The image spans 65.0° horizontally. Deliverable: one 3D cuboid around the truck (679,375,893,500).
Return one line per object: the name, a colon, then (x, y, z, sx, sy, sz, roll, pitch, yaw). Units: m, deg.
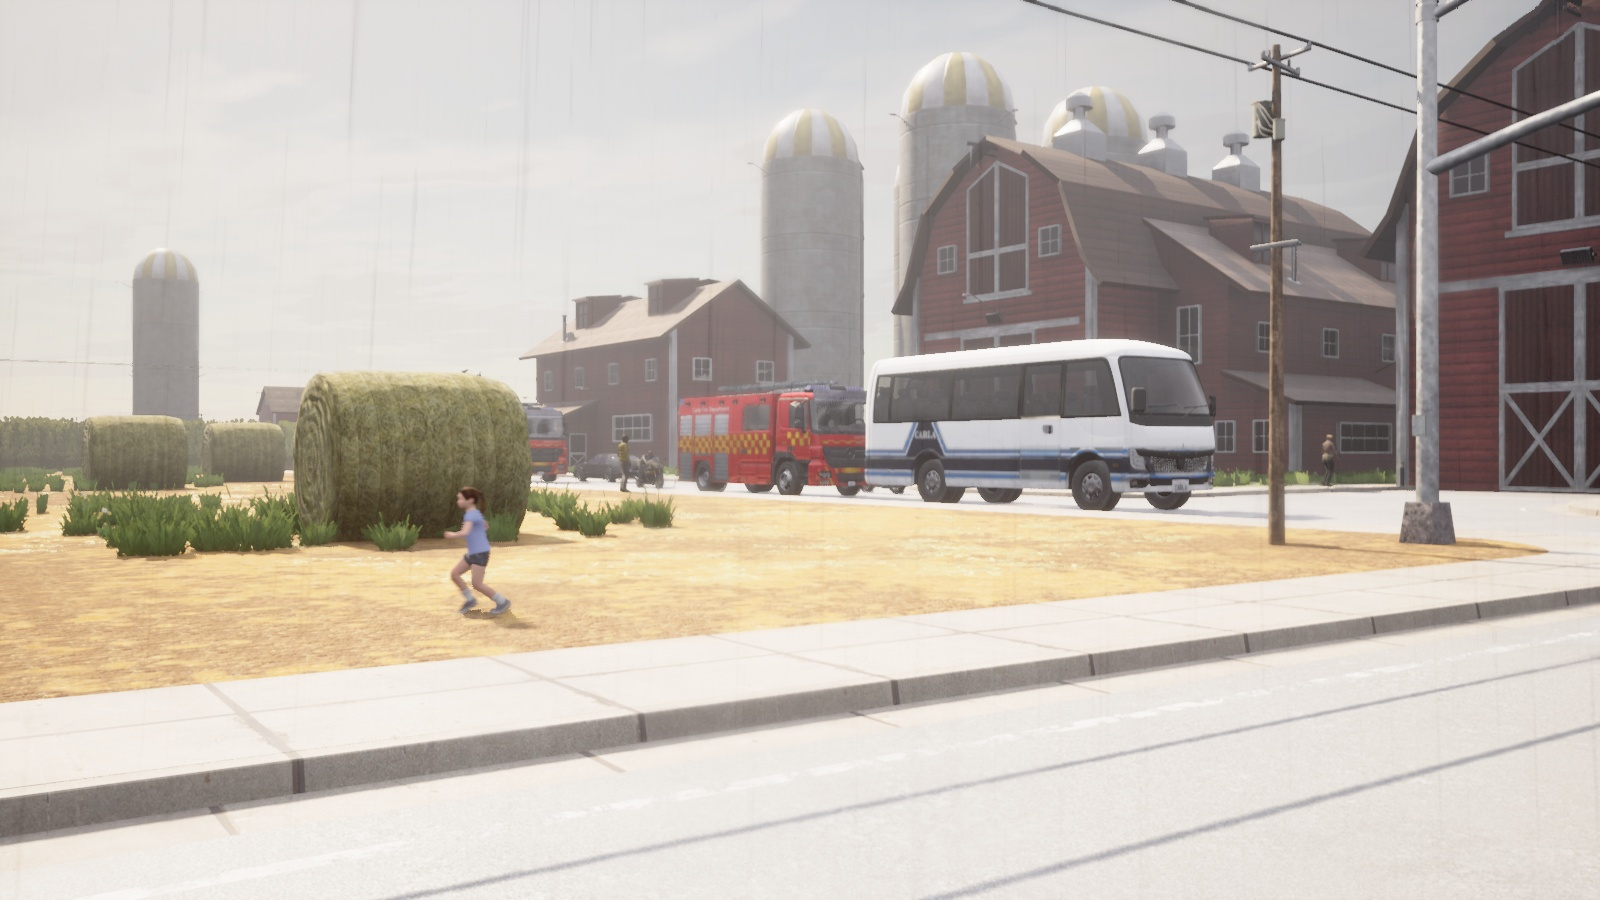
truck: (-0.709, -0.379, 42.651, 2.891, 3.827, 8.468, 0, 0, -36)

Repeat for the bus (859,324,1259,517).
bus: (6.315, -0.633, 32.946, 3.944, 4.253, 10.273, 0, 0, -36)

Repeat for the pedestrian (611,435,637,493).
pedestrian: (-5.566, 0.446, 39.810, 0.726, 1.835, 0.370, 0, 0, -28)

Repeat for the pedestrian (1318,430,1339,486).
pedestrian: (17.769, 0.264, 42.232, 0.634, 1.846, 0.331, 0, 0, -33)

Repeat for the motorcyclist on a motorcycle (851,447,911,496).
motorcyclist on a motorcycle: (2.815, 0.726, 43.756, 0.766, 1.649, 2.350, 0, 0, -36)

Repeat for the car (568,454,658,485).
car: (-9.007, 0.889, 60.091, 2.033, 1.411, 5.357, 0, 0, -36)

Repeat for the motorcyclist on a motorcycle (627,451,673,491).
motorcyclist on a motorcycle: (-5.971, 0.832, 49.922, 0.866, 1.530, 2.191, -1, 0, -36)

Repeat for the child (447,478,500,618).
child: (-2.654, 0.787, 10.204, 0.394, 1.110, 0.255, 0, 0, -18)

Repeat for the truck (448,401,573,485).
truck: (-14.300, -0.303, 61.433, 2.891, 3.827, 8.468, 0, 0, -36)
